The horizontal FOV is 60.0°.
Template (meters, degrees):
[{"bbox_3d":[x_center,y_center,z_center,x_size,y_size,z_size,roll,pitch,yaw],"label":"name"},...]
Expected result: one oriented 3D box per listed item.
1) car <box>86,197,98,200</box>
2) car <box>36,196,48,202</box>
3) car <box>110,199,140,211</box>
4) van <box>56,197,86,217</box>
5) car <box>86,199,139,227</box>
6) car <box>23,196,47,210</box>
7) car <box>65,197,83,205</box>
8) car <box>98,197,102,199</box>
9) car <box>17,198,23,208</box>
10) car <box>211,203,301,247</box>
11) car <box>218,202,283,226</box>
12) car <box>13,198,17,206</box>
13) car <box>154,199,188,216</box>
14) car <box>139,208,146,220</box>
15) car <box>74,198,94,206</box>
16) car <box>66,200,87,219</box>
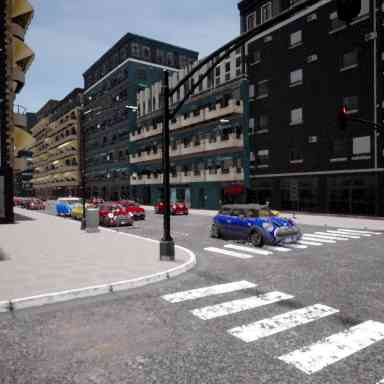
[{"bbox_3d":[-12.966,1.469,38.521,2.097,1.767,4.553,-1,0,-35],"label":"car"},{"bbox_3d":[-37.497,1.728,82.910,1.887,1.381,4.507,-1,1,-35],"label":"car"},{"bbox_3d":[-8.594,1.581,42.345,2.008,1.369,4.403,-1,1,-35],"label":"car"},{"bbox_3d":[-12.210,1.483,32.974,1.690,1.788,3.998,-1,1,-35],"label":"van"},{"bbox_3d":[-5.786,1.553,23.961,1.967,1.590,4.097,-1,1,-35],"label":"car"},{"bbox_3d":[-21.843,1.628,46.496,1.967,1.590,4.097,-1,1,-35],"label":"car"},{"bbox_3d":[-21.440,1.645,60.374,2.008,1.369,4.403,-1,1,-35],"label":"car"},{"bbox_3d":[-15.019,1.502,51.358,1.967,1.590,4.097,-1,1,-35],"label":"car"},{"bbox_3d":[-25.053,1.769,51.004,1.947,1.339,4.313,-1,1,-35],"label":"car"},{"bbox_3d":[2.847,1.402,15.600,2.097,1.767,4.553,-1,0,-30],"label":"car"},{"bbox_3d":[4.152,1.498,24.454,1.752,1.417,4.829,-1,1,-35],"label":"car"},{"bbox_3d":[-31.476,1.782,60.019,1.887,1.381,4.507,-1,1,-35],"label":"car"},{"bbox_3d":[-2.173,1.441,33.329,1.967,1.590,4.097,-1,1,-35],"label":"car"},{"bbox_3d":[-5.703,1.560,28.305,1.882,1.535,5.008,-1,0,-36],"label":"car"},{"bbox_3d":[-18.228,1.643,55.866,1.947,1.339,4.313,-1,1,-35],"label":"car"},{"bbox_3d":[-8.898,1.652,28.330,1.752,1.417,4.829,-1,1,-35],"label":"car"}]
